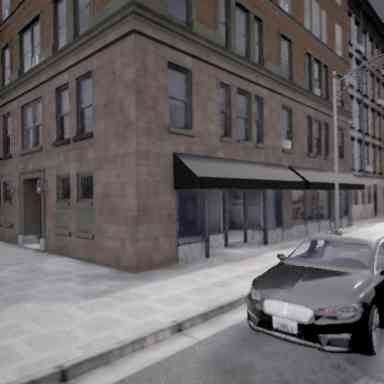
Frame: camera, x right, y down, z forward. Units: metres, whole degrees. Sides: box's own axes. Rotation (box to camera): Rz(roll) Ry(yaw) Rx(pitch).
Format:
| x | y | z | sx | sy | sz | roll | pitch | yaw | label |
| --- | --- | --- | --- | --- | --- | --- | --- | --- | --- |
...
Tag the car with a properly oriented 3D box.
| x | y | z | sx | sy | sz | roll | pitch | yaw | label |
| --- | --- | --- | --- | --- | --- | --- | --- | --- | --- |
| 2.924 | 1.564 | 6.367 | 2.128 | 1.511 | 4.902 | -2 | -1 | 43 | car |
